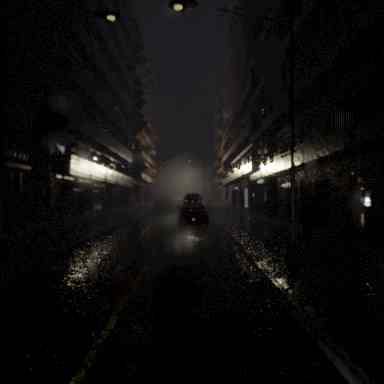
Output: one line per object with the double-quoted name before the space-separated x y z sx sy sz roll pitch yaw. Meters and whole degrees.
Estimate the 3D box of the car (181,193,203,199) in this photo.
"car" 0.094 1.181 40.282 2.150 2.045 5.566 0 0 0

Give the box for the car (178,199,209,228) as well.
"car" 0.095 1.462 22.208 1.882 1.535 5.008 0 0 0

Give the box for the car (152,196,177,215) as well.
"car" -2.852 1.449 33.547 1.882 1.535 5.008 0 0 0

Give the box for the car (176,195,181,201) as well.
"car" -2.764 1.299 74.170 1.882 1.535 5.008 0 0 0
